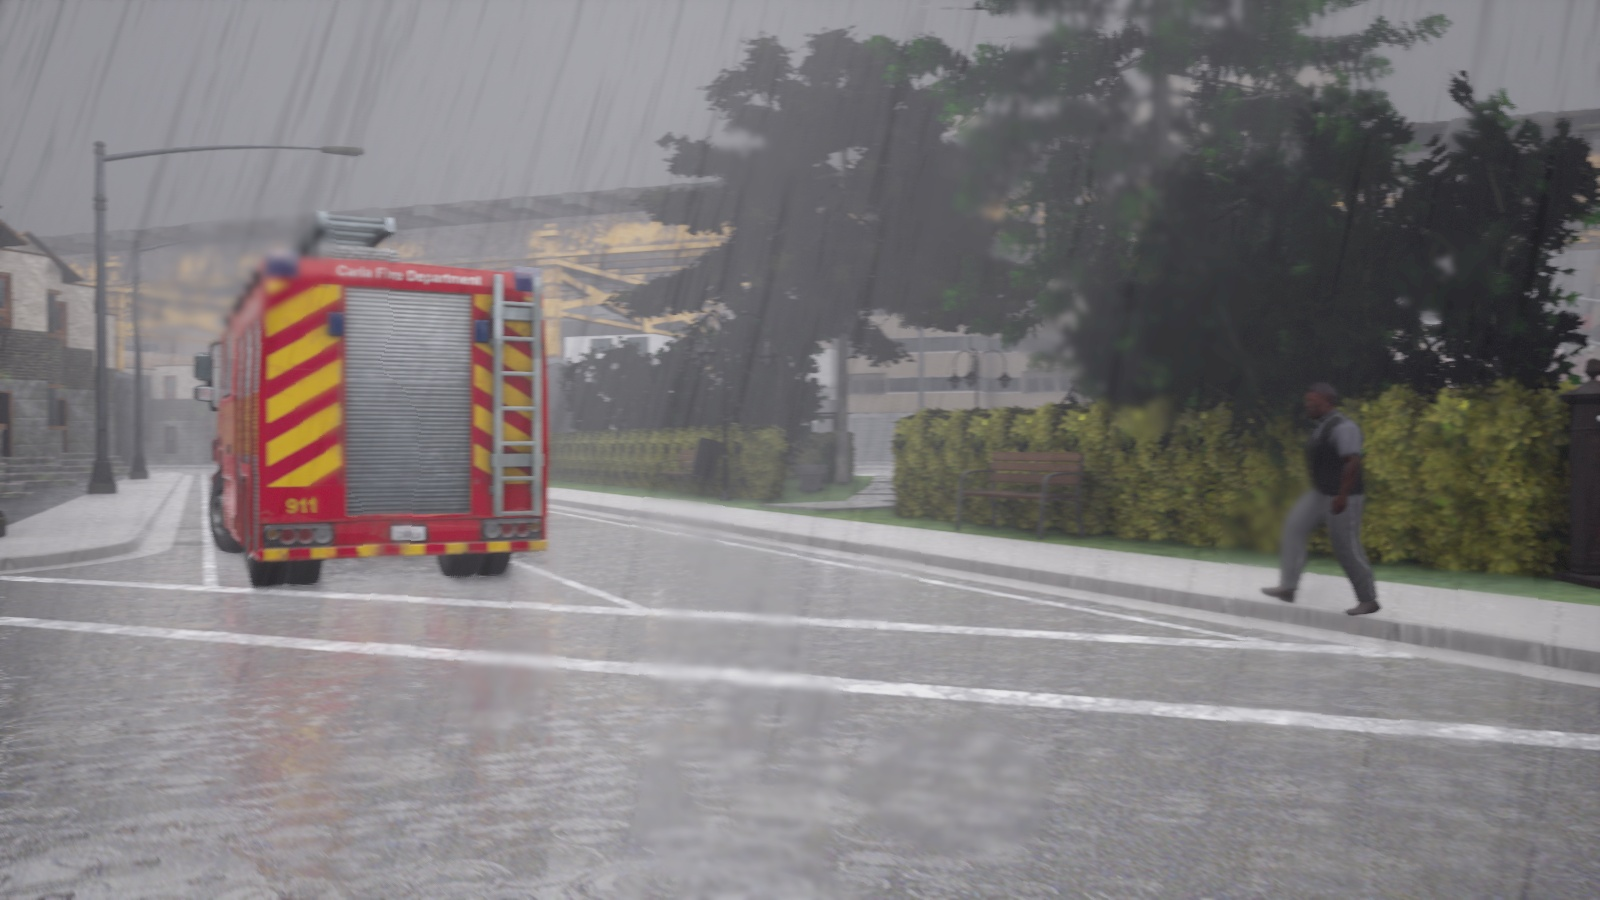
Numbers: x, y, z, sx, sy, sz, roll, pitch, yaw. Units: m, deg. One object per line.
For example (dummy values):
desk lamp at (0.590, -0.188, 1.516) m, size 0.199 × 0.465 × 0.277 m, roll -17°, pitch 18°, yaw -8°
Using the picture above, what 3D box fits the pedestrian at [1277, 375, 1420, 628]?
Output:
pedestrian at (4.200, 0.386, 9.655) m, size 0.849 × 1.883 × 0.563 m, roll 0°, pitch 0°, yaw 0°

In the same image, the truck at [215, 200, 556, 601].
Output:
truck at (-5.837, -0.471, 16.411) m, size 2.891 × 3.827 × 8.468 m, roll 0°, pitch 0°, yaw -28°
